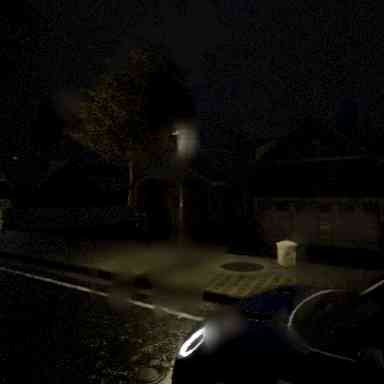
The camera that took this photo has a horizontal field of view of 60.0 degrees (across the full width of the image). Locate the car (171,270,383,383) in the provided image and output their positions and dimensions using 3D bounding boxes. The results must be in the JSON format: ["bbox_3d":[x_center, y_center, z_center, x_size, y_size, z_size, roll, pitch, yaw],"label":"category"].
[{"bbox_3d":[2.002,1.351,2.566,4.553,1.767,2.097,0,0,36],"label":"car"}]
